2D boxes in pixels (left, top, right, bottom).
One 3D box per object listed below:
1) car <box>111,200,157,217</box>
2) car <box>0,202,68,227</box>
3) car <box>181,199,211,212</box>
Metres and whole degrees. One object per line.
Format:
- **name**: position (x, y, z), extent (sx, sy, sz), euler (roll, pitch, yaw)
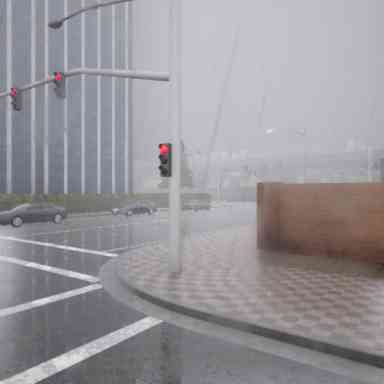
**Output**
- **car**: position (-5.313, 1.486, 30.980), extent (2.128, 1.511, 4.902), euler (0, 0, 35)
- **car**: position (-11.024, 1.499, 22.952), extent (1.837, 1.490, 4.892), euler (0, 0, 35)
- **car**: position (0.465, 1.558, 39.083), extent (1.994, 1.385, 4.181), euler (0, 0, 35)
